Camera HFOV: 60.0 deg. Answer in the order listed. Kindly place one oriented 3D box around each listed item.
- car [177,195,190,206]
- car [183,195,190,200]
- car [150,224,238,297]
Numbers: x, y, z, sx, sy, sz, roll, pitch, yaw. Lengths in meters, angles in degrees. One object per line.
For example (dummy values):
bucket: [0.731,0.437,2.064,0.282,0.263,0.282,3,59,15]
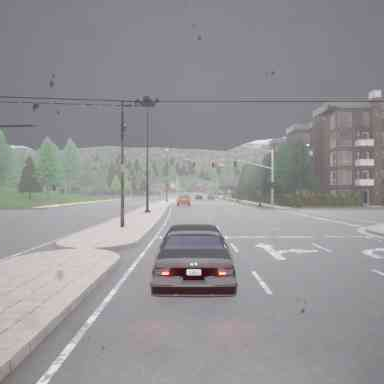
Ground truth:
car: [-1.364,1.352,54.470,2.097,1.767,4.553,0,0,-1]
car: [-1.556,1.524,95.473,1.812,1.442,4.674,0,0,0]
car: [0.042,1.547,8.725,2.033,1.411,5.357,0,0,0]
